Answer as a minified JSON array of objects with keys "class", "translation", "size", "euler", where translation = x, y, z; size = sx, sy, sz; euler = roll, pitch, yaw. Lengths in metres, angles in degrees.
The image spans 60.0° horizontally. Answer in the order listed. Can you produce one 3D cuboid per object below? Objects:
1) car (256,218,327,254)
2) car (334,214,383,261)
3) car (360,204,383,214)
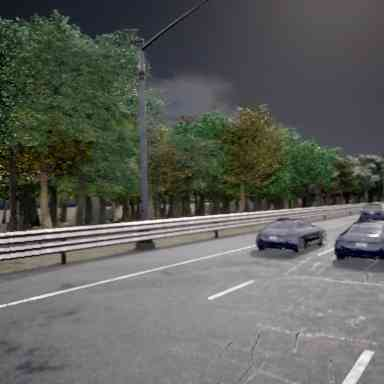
[{"class":"car","translation":[4.681,1.905,15.458],"size":[1.994,1.385,4.181],"euler":[-3,-2,40]},{"class":"car","translation":[6.986,1.769,12.759],"size":[1.994,1.385,4.181],"euler":[-3,-2,40]},{"class":"car","translation":[16.551,1.814,29.738],"size":[2.097,1.767,4.553],"euler":[-3,-2,40]}]
